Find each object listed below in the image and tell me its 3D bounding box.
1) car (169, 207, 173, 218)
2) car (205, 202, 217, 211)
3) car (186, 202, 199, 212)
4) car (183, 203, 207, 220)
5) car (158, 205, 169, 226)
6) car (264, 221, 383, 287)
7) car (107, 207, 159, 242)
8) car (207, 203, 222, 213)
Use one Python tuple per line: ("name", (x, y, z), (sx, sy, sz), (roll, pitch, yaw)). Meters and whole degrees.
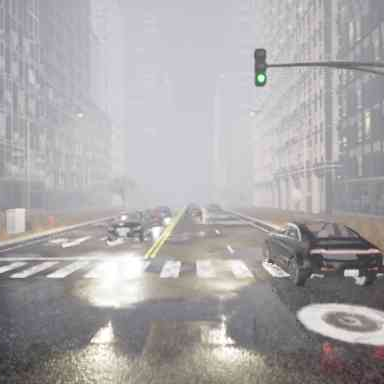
("car", (-3.227, 2.199, 37.742), (1.994, 1.385, 4.181), (-1, -1, 0))
("car", (3.292, 2.519, 58.407), (1.895, 1.301, 4.718), (-1, -1, 0))
("car", (0.095, 2.426, 54.181), (2.033, 1.411, 5.357), (-1, -1, 1))
("car", (0.121, 2.039, 34.485), (2.128, 1.511, 4.902), (-1, -1, 0))
("car", (-3.307, 2.029, 27.717), (1.994, 1.385, 4.181), (-1, -1, 0))
("car", (3.356, 1.559, 9.431), (2.128, 1.511, 4.902), (0, -2, 0))
("car", (-3.335, 1.800, 18.509), (2.128, 1.511, 4.902), (-1, -1, 0))
("car", (3.283, 2.322, 48.746), (1.994, 1.385, 4.181), (-1, -1, 0))
